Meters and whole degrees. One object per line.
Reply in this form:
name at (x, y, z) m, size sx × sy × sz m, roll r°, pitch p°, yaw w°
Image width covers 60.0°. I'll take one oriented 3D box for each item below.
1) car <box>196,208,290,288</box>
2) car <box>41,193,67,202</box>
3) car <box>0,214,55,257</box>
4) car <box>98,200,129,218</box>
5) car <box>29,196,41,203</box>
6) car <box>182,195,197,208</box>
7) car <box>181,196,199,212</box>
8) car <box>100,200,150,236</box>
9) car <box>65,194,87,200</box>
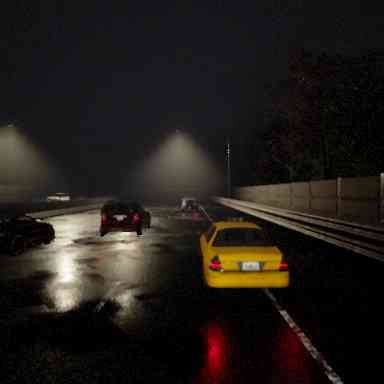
car at (1.144, 1.447, 9.159) m, size 1.801 × 1.575 × 5.366 m, roll 0°, pitch 0°, yaw -1°
car at (-21.537, 1.197, 53.444) m, size 2.150 × 2.045 × 5.566 m, roll 0°, pitch 0°, yaw 0°
car at (-7.011, 1.553, 12.973) m, size 1.994 × 1.385 × 4.181 m, roll 0°, pitch 0°, yaw -1°
car at (-7.171, 1.503, 30.868) m, size 1.812 × 1.442 × 4.674 m, roll 0°, pitch 0°, yaw -1°
car at (-25.044, 1.451, 55.037) m, size 1.882 × 1.535 × 5.008 m, roll 0°, pitch 0°, yaw 0°
car at (-0.431, 1.323, 49.124) m, size 2.097 × 1.767 × 4.553 m, roll 0°, pitch 0°, yaw 0°
car at (-0.255, 1.498, 39.034) m, size 1.812 × 1.442 × 4.674 m, roll 0°, pitch 0°, yaw 0°
car at (-3.563, 1.337, 18.476) m, size 2.097 × 1.767 × 4.553 m, roll 0°, pitch 0°, yaw -1°
car at (-18.049, 1.462, 53.316) m, size 2.128 × 1.511 × 4.902 m, roll 0°, pitch 0°, yaw 0°
